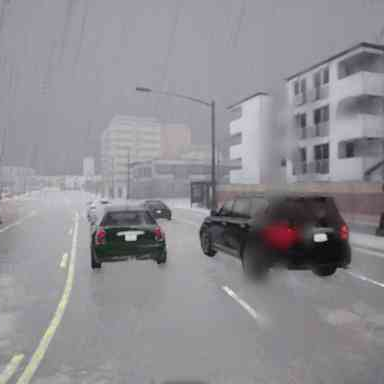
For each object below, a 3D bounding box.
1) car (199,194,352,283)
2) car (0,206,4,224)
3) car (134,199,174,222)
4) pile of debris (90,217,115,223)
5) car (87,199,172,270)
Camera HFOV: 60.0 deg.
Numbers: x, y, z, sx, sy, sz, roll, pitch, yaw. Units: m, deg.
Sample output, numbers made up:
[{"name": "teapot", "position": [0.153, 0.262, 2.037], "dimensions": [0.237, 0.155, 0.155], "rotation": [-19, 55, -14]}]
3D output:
[{"name": "car", "position": [1.937, 1.077, 9.546], "dimensions": [2.150, 2.045, 5.566], "rotation": [-1, 0, -16]}, {"name": "car", "position": [-12.625, 1.303, 19.762], "dimensions": [1.882, 1.535, 5.008], "rotation": [-1, 1, -19]}, {"name": "car", "position": [-2.850, 1.271, 24.144], "dimensions": [1.994, 1.385, 4.181], "rotation": [-1, 1, -19]}, {"name": "pile of debris", "position": [-6.190, 1.920, 22.928], "dimensions": [1.500, 0.140, 1.860], "rotation": [-1, 1, -19]}, {"name": "car", "position": [-2.248, 1.224, 10.968], "dimensions": [2.097, 1.767, 4.553], "rotation": [-1, 1, -17]}]
